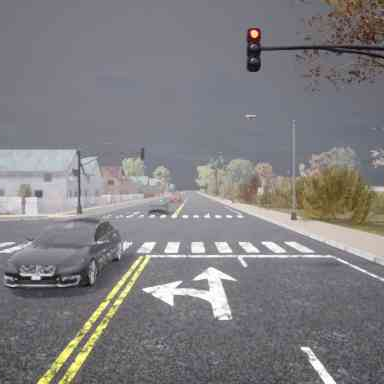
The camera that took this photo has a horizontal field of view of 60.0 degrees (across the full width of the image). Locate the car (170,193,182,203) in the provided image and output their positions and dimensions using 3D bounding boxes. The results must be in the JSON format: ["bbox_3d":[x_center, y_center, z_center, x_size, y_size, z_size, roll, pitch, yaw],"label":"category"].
[{"bbox_3d":[-3.240,1.153,68.012,2.150,2.045,5.566,0,0,0],"label":"car"}]

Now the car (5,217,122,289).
[{"bbox_3d":[-3.249,1.535,9.356,1.837,1.490,4.892,0,0,0],"label":"car"}]

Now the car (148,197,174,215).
[{"bbox_3d":[-3.254,1.547,33.570,2.033,1.411,5.357,0,0,0],"label":"car"}]
